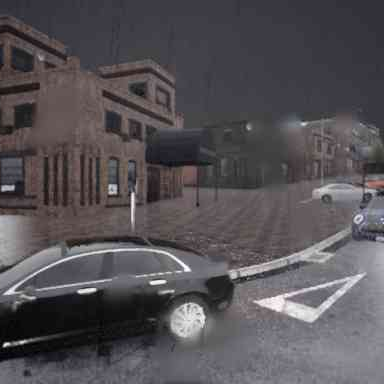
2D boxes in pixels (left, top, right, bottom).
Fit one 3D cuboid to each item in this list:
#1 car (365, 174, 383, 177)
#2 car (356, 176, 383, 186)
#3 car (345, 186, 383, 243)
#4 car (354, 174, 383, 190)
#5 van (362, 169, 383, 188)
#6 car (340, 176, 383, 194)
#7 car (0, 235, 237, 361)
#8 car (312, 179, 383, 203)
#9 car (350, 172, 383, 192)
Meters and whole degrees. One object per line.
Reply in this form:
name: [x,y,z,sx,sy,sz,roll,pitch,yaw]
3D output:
car: [15.593,-0.613,30.538,4.553,1.767,2.185,-2,4,19]
car: [13.746,-0.216,28.274,4.792,1.488,2.163,-2,3,19]
car: [7.804,0.863,12.924,2.097,1.767,4.553,0,3,40]
car: [21.144,-1.215,37.398,5.008,1.535,2.097,-2,3,19]
van: [22.882,-1.677,39.689,4.442,1.987,1.878,-2,4,19]
car: [17.404,-0.699,32.847,4.792,1.488,2.163,-2,4,19]
car: [-1.670,1.500,5.254,4.892,1.490,1.837,0,1,-22]
car: [11.862,0.038,26.002,4.674,1.452,2.002,-2,3,19]
car: [19.309,-1.098,35.095,4.553,1.767,2.185,-2,4,19]
